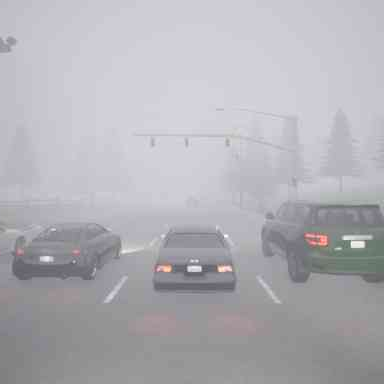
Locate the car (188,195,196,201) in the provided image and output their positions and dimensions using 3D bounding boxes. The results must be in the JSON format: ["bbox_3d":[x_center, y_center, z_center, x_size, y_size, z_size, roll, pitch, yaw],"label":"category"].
[{"bbox_3d":[0.008,1.530,83.678,2.033,1.411,5.357,0,0,0],"label":"car"}]

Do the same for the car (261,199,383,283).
[{"bbox_3d":[3.572,1.221,9.816,2.150,2.045,5.566,0,0,0],"label":"car"}]

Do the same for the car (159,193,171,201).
[{"bbox_3d":[-6.992,1.216,83.708,2.150,2.045,5.566,0,0,0],"label":"car"}]

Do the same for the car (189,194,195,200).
[{"bbox_3d":[0.009,1.309,94.098,1.882,1.535,5.008,0,0,0],"label":"car"}]

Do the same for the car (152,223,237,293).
[{"bbox_3d":[0.067,1.547,8.996,2.033,1.411,5.357,0,0,0],"label":"car"}]

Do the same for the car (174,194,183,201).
[{"bbox_3d":[-3.492,1.515,84.095,1.812,1.442,4.674,0,0,0],"label":"car"}]

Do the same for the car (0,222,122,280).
[{"bbox_3d":[-3.433,1.564,9.921,1.994,1.385,4.181,0,0,1],"label":"car"}]

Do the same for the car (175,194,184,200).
[{"bbox_3d":[-3.491,1.356,94.098,2.128,1.511,4.902,0,0,0],"label":"car"}]

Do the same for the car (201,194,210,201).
[{"bbox_3d":[3.508,1.490,83.677,1.837,1.490,4.892,0,0,0],"label":"car"}]

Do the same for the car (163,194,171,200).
[{"bbox_3d":[-6.991,1.384,94.098,1.994,1.385,4.181,0,0,0],"label":"car"}]

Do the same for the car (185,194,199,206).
[{"bbox_3d":[0.003,1.351,53.035,2.097,1.767,4.553,0,0,0],"label":"car"}]

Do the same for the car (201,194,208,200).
[{"bbox_3d":[3.509,1.309,94.097,1.882,1.535,5.008,0,0,0],"label":"car"}]
